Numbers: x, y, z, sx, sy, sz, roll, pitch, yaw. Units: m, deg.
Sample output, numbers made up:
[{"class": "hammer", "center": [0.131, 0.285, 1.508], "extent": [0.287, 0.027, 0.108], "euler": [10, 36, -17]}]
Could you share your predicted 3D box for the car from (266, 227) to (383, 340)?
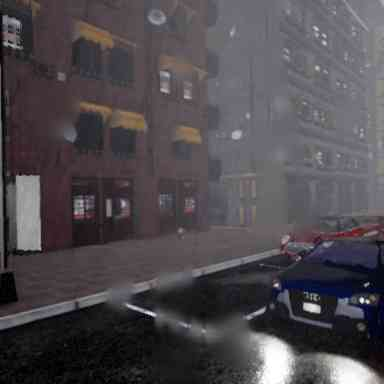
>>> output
[{"class": "car", "center": [3.248, 1.658, 6.747], "extent": [1.994, 1.385, 4.181], "euler": [-2, -2, 43]}]

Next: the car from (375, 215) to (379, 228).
[{"class": "car", "center": [8.667, 1.783, 16.191], "extent": [1.802, 1.307, 4.206], "euler": [-3, -2, 43]}]

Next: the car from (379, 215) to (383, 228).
[{"class": "car", "center": [9.428, 1.484, 13.386], "extent": [2.097, 1.767, 4.553], "euler": [-2, -2, 43]}]

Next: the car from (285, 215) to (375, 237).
[{"class": "car", "center": [4.880, 1.618, 12.136], "extent": [1.967, 1.590, 4.097], "euler": [-3, -2, 43]}]
